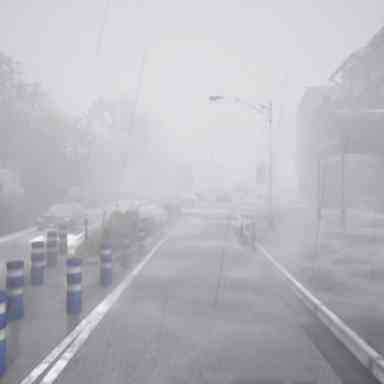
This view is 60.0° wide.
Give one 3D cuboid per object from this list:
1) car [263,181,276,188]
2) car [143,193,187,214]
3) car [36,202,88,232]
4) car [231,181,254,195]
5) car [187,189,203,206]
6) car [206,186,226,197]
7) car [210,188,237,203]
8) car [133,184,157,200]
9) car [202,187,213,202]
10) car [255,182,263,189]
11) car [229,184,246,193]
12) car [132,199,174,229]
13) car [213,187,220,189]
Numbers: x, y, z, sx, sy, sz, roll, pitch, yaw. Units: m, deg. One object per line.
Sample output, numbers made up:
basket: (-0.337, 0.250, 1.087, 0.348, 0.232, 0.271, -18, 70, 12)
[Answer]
car: (20.291, -1.816, 90.632, 1.946, 1.575, 5.366, -2, 2, 34)
car: (-2.138, 1.185, 27.686, 2.097, 1.535, 5.008, 1, 3, 9)
car: (-7.193, 1.319, 18.836, 1.812, 1.442, 4.674, 0, 1, -5)
car: (8.975, -0.563, 58.443, 2.150, 2.045, 5.566, 0, 1, 20)
car: (-0.415, 0.780, 38.071, 2.002, 1.452, 4.674, -1, 2, 12)
car: (4.107, -0.107, 55.741, 2.097, 1.535, 5.008, 0, 3, 18)
car: (4.009, 0.603, 41.164, 2.033, 1.411, 5.357, 0, 3, 12)
car: (-6.468, -0.071, 46.537, 2.150, 2.045, 5.566, 0, 2, 9)
car: (0.905, 0.462, 44.155, 2.097, 1.535, 5.008, 0, 3, 14)
car: (14.596, -1.579, 80.827, 2.435, 2.045, 5.566, -3, 2, 28)
car: (9.727, -0.825, 70.748, 2.231, 1.521, 4.892, -3, 2, 25)
car: (-2.644, 1.511, 21.571, 2.002, 1.452, 4.674, -2, 2, 4)
car: (2.293, 0.186, 49.687, 2.231, 1.521, 4.892, 0, 3, 16)
